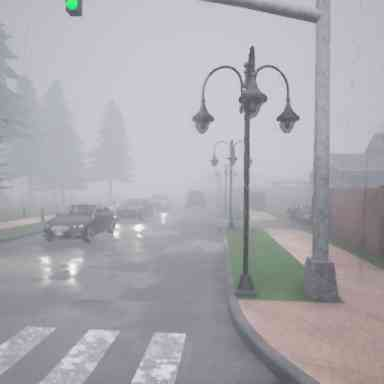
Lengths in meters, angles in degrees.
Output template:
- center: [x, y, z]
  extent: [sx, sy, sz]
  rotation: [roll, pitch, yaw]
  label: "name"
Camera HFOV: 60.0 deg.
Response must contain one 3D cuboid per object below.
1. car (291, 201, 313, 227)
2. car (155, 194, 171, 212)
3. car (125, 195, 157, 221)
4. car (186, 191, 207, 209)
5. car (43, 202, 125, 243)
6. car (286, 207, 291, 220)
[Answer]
- center: [8.331, 1.091, 18.757]
  extent: [4.605, 1.855, 1.932]
  rotation: [1, 0, 4]
  label: "car"
- center: [-3.462, 1.028, 34.407]
  extent: [2.097, 1.767, 4.553]
  rotation: [1, 0, 4]
  label: "car"
- center: [-4.185, 1.228, 24.717]
  extent: [1.882, 1.535, 5.008]
  rotation: [1, 0, 5]
  label: "car"
- center: [0.536, 0.900, 39.855]
  extent: [2.150, 2.045, 5.566]
  rotation: [1, 0, 3]
  label: "car"
- center: [-4.931, 1.314, 15.222]
  extent: [2.128, 1.511, 4.902]
  rotation: [1, 0, 5]
  label: "car"
- center: [8.136, 1.070, 21.293]
  extent: [3.866, 1.878, 1.905]
  rotation: [1, 0, 4]
  label: "car"
